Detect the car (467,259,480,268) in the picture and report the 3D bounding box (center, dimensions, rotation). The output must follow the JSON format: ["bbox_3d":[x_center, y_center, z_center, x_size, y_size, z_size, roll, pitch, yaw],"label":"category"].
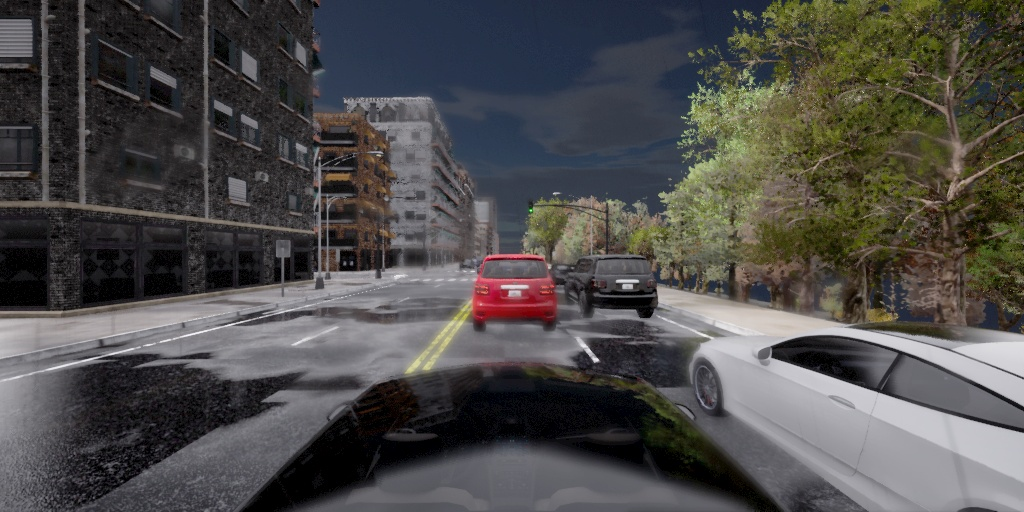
[{"bbox_3d":[-6.814,1.303,63.969,1.812,1.442,4.674,0,0,0],"label":"car"}]

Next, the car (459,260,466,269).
[{"bbox_3d":[-6.778,1.275,54.722,1.837,1.490,4.892,0,0,2],"label":"car"}]

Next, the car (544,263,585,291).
[{"bbox_3d":[3.273,1.260,23.245,1.837,1.490,4.892,0,0,-1],"label":"car"}]

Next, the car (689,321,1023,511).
[{"bbox_3d":[3.344,1.276,2.973,1.812,1.442,4.674,0,0,0],"label":"car"}]

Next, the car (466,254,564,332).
[{"bbox_3d":[0.062,0.972,11.057,2.150,2.045,5.566,0,0,0],"label":"car"}]

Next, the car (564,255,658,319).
[{"bbox_3d":[3.305,0.972,12.955,2.150,2.045,5.566,0,0,0],"label":"car"}]

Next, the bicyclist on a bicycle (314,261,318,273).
[{"bbox_3d":[-25.056,1.341,45.388,0.582,1.620,1.656,-1,0,-1],"label":"bicyclist on a bicycle"}]

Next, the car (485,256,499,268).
[{"bbox_3d":[-3.564,0.999,64.249,2.150,2.045,5.566,0,0,0],"label":"car"}]

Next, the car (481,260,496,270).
[{"bbox_3d":[-3.559,1.334,55.134,1.994,1.385,4.181,0,0,0],"label":"car"}]
